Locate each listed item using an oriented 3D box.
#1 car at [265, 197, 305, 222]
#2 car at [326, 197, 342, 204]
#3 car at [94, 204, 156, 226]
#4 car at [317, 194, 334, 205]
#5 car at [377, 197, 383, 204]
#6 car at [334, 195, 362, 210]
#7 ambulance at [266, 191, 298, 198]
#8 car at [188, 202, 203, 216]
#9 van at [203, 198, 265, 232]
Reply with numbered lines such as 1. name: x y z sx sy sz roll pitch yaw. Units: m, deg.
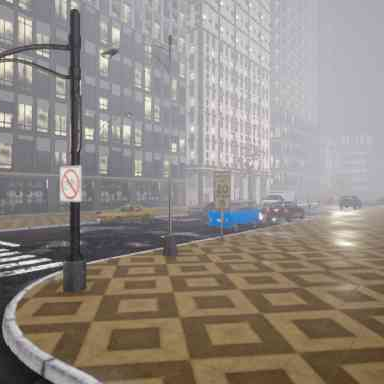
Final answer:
1. car: 7.623 1.472 26.870 1.967 1.590 4.097 0 0 38
2. car: 28.575 1.625 66.924 2.008 1.369 4.403 0 0 38
3. car: -4.733 1.540 23.969 1.752 1.417 4.829 0 0 38
4. car: 25.176 1.381 62.520 2.192 1.841 5.009 0 0 38
5. car: 38.211 1.659 66.514 1.947 1.339 4.313 0 0 38
6. car: 21.218 1.369 44.490 2.192 1.841 5.009 0 0 38
7. ambulance: 10.254 1.063 38.979 2.351 2.431 6.366 0 0 38
8. car: 1.384 1.604 31.685 1.802 1.307 4.206 0 0 38
9. van: 2.652 1.368 20.247 1.690 1.788 3.998 0 0 38
